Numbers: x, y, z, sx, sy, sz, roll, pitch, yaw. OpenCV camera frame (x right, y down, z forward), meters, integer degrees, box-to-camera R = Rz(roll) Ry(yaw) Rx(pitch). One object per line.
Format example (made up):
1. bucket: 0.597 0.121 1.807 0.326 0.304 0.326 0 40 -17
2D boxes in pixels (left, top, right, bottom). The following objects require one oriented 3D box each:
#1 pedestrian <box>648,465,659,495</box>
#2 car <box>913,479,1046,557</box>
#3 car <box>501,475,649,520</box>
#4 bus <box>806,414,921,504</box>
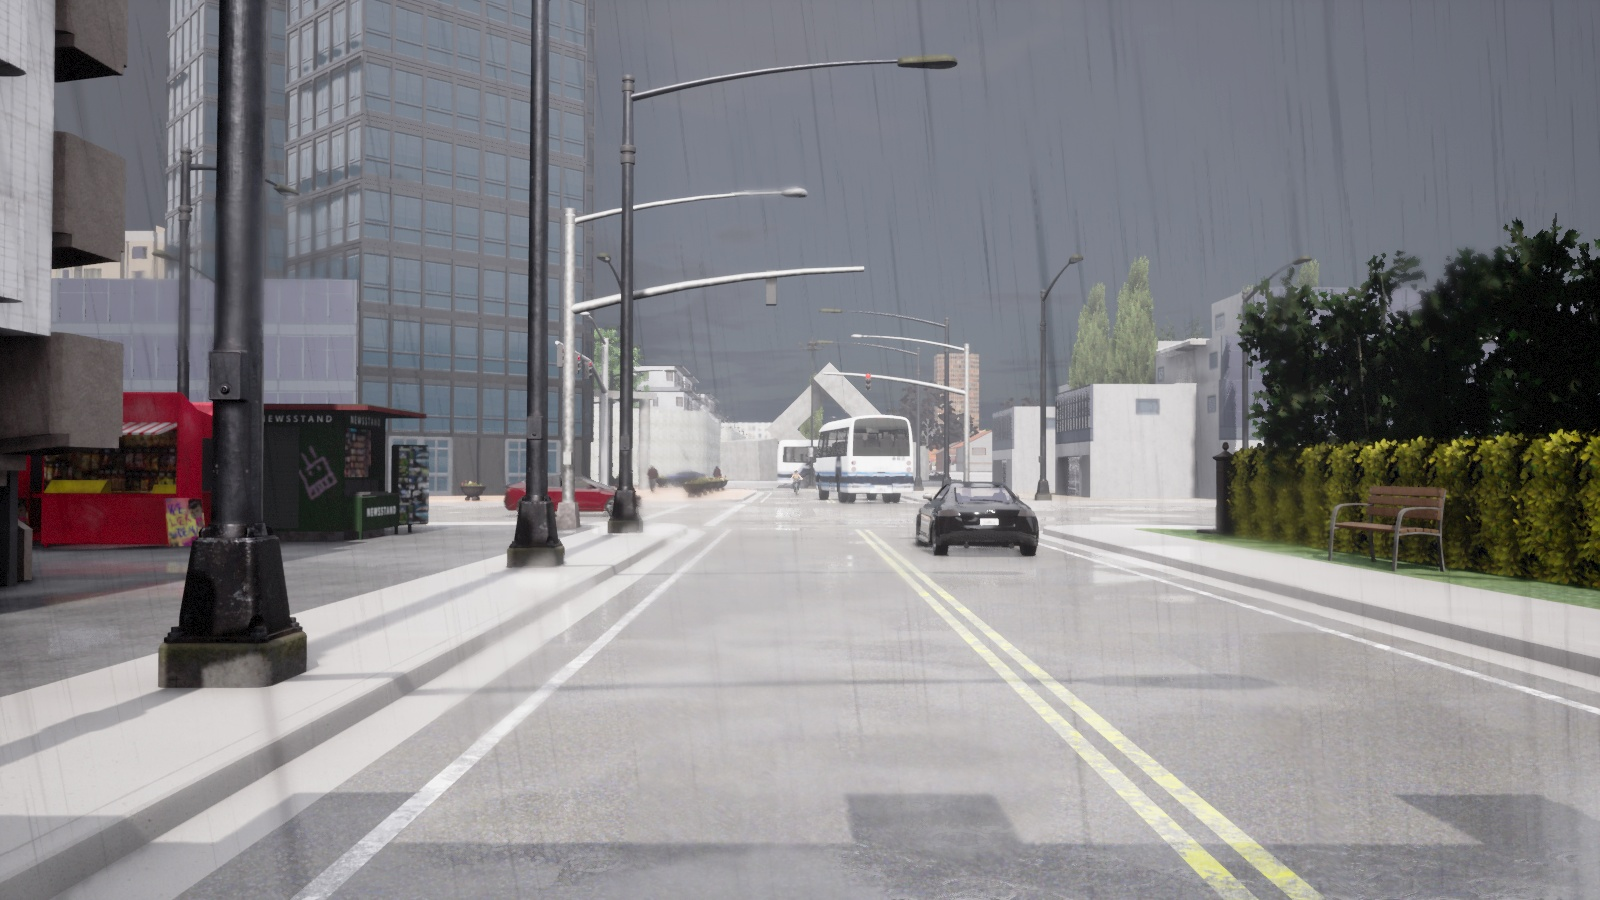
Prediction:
1. pedestrian: -9.154 1.859 78.402 0.634 1.844 0.899 0 -1 -3
2. car: 3.437 1.280 24.800 1.994 1.385 4.181 0 -1 0
3. car: -7.817 1.641 43.923 4.792 1.488 2.163 -1 -1 -1
4. bus: 3.052 0.513 64.891 3.944 4.253 10.273 0 -1 -9
